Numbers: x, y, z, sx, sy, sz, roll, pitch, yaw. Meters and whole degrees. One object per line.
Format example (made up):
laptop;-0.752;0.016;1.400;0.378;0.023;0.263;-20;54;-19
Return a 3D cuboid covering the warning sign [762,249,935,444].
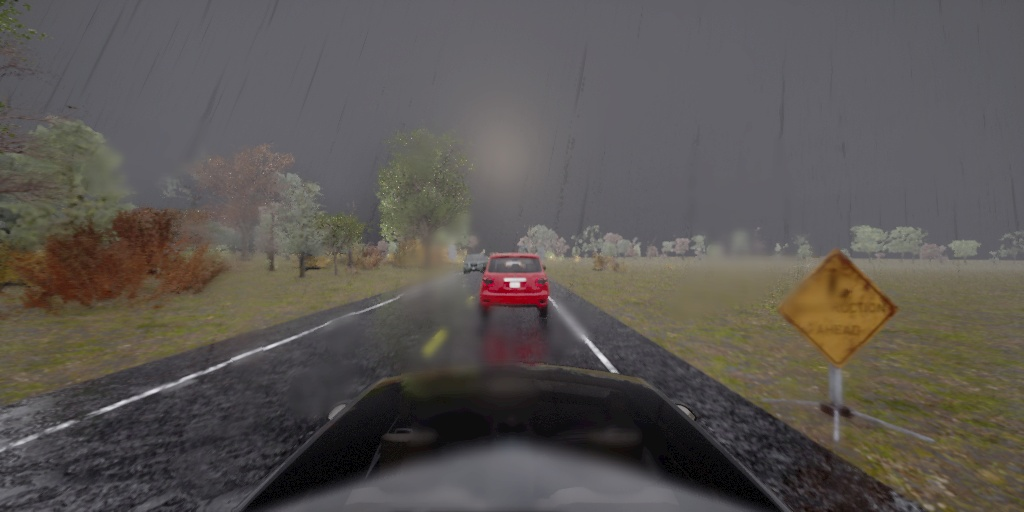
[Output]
warning sign;3.550;0.856;3.919;1.300;1.860;1.060;0;0;0

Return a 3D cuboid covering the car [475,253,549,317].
car;0.093;0.921;13.102;2.150;2.045;5.566;0;0;0

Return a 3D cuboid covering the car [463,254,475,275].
car;-3.597;0.825;36.309;2.150;2.045;5.566;0;0;0
